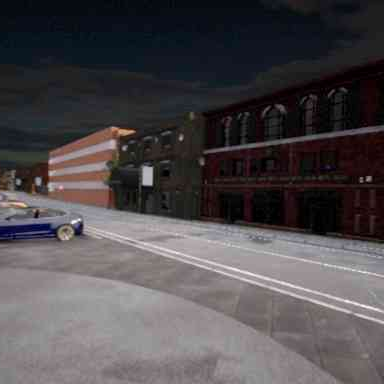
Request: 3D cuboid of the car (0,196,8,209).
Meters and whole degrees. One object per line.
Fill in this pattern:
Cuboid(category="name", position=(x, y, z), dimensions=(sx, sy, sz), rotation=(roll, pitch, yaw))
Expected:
Cuboid(category="car", position=(-24.874, 1.216, 39.888), dimensions=(4.674, 1.452, 2.002), rotation=(2, 0, -35))

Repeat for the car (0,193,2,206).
Cuboid(category="car", position=(-28.118, 0.932, 44.509), dimensions=(4.553, 1.767, 2.185), rotation=(2, 0, -35))

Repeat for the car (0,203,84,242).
Cuboid(category="car", position=(-7.153, 1.380, 14.324), dimensions=(4.792, 1.488, 2.163), rotation=(2, -1, -35))

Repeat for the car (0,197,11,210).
Cuboid(category="car", position=(-23.262, 1.270, 37.556), dimensions=(4.674, 1.452, 2.002), rotation=(2, 0, -35))

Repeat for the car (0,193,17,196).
Cuboid(category="car", position=(-16.774, 1.045, 28.284), dimensions=(5.566, 2.045, 2.435), rotation=(2, -1, -35))

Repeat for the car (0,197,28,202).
Cuboid(category="car", position=(-12.118, 1.316, 21.198), dimensions=(5.366, 1.575, 1.946), rotation=(2, -1, -35))

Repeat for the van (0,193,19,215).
Cuboid(category="van", position=(-18.506, 1.058, 30.522), dimensions=(4.442, 1.987, 1.878), rotation=(2, -1, -35))

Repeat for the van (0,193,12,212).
Cuboid(category="van", position=(-21.661, 1.036, 35.064), dimensions=(4.442, 1.987, 1.878), rotation=(2, -1, -35))

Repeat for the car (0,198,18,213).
Cuboid(category="car", position=(-20.030, 1.317, 32.904), dimensions=(4.674, 1.452, 2.002), rotation=(2, -1, -35))
